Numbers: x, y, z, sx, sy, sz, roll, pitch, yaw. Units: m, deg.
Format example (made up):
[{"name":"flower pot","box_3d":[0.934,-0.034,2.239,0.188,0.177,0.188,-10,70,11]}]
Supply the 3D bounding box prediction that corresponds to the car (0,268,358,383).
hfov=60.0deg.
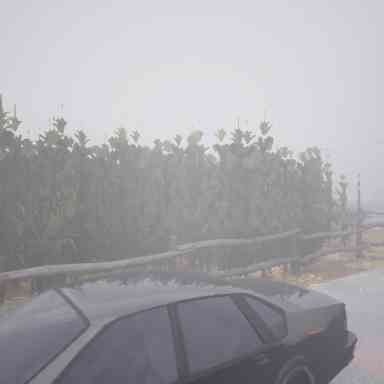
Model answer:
[{"name":"car","box_3d":[-0.621,1.547,3.064,5.357,1.411,2.033,0,0,-35]}]

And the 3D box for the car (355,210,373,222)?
[{"name":"car","box_3d":[11.249,1.601,25.670,1.895,1.301,4.718,0,0,-35]}]
